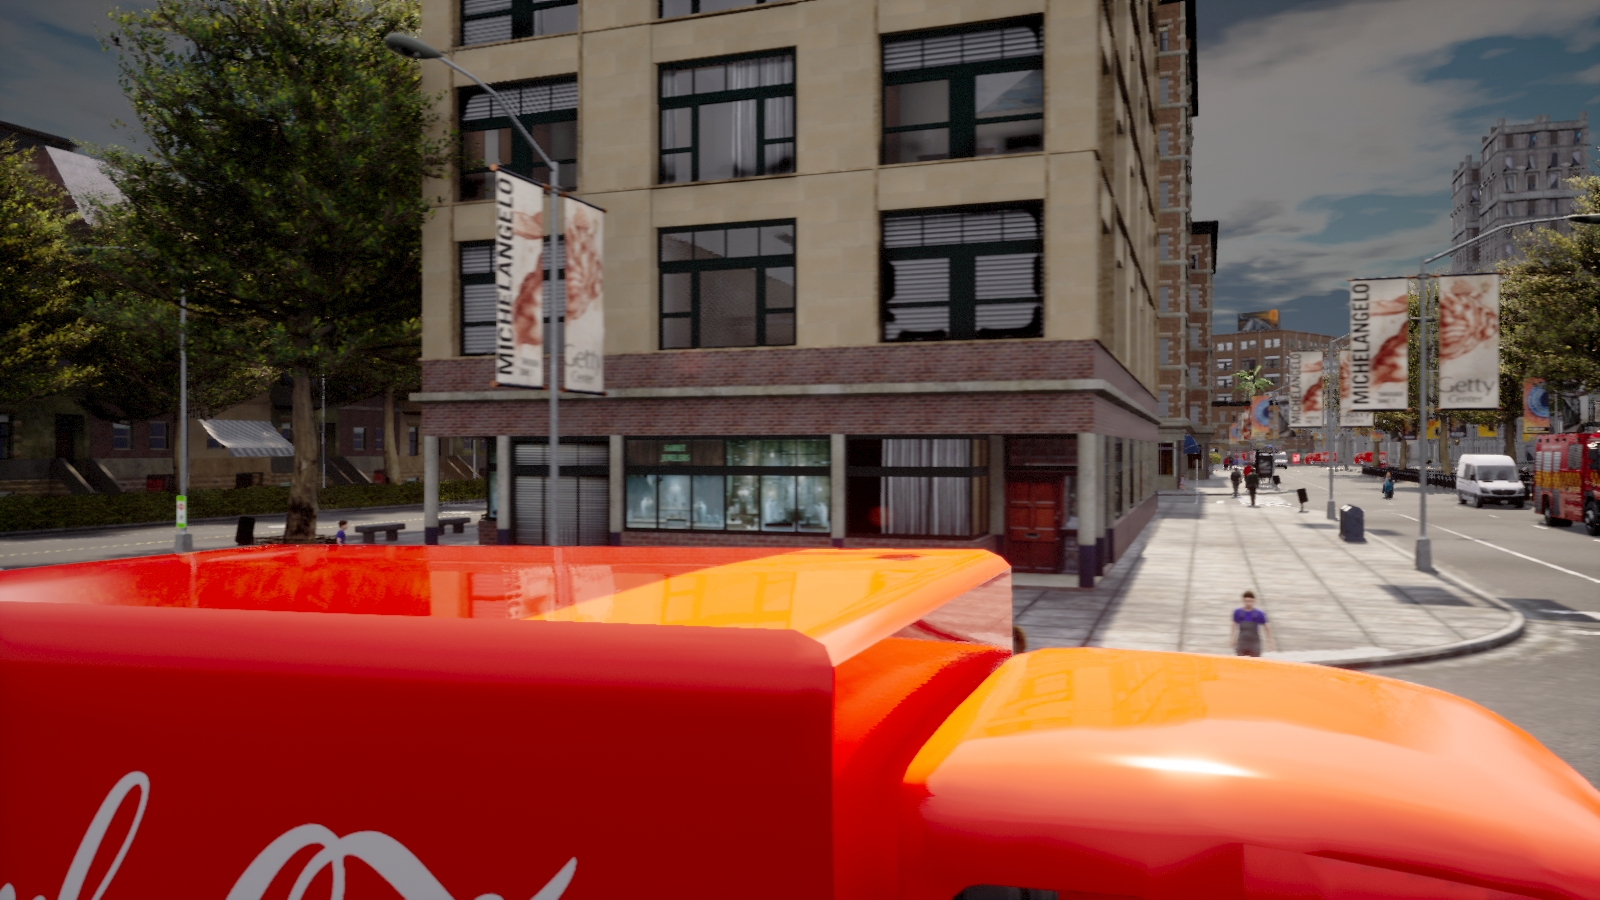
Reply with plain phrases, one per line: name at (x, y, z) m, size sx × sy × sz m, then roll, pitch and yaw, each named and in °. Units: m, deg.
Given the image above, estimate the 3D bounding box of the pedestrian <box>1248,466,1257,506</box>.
pedestrian at (21.441, 1.696, 54.138) m, size 0.375 × 1.860 × 0.375 m, roll 0°, pitch 0°, yaw 19°

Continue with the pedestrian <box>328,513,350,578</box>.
pedestrian at (-9.546, 1.977, 23.666) m, size 0.375 × 1.300 × 0.375 m, roll 0°, pitch 0°, yaw -11°

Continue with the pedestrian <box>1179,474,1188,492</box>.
pedestrian at (23.956, 2.076, 71.426) m, size 0.500 × 1.100 × 0.500 m, roll 0°, pitch 0°, yaw 24°

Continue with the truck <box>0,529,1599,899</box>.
truck at (-0.299, 1.580, 3.410) m, size 5.204 × 2.467 × 2.627 m, roll -1°, pitch 0°, yaw 20°

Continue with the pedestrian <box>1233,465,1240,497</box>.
pedestrian at (25.813, 1.849, 67.619) m, size 0.375 × 1.860 × 0.375 m, roll 0°, pitch 0°, yaw 18°

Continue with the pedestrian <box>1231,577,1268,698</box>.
pedestrian at (5.138, 2.129, 13.057) m, size 0.375 × 1.300 × 0.375 m, roll 0°, pitch 0°, yaw 24°

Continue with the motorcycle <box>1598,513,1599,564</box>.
motorcycle at (19.984, 2.205, 27.393) m, size 0.867 × 1.251 × 2.209 m, roll 0°, pitch 0°, yaw 20°

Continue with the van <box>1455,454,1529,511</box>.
van at (34.218, 1.528, 56.692) m, size 1.988 × 2.561 × 5.915 m, roll 0°, pitch 1°, yaw 20°

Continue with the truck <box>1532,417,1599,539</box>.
truck at (27.947, 0.890, 39.248) m, size 2.891 × 3.827 × 8.468 m, roll 0°, pitch 0°, yaw 20°

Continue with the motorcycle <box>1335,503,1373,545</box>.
motorcycle at (16.734, 2.213, 34.547) m, size 0.803 × 1.145 × 2.033 m, roll 0°, pitch 0°, yaw 20°

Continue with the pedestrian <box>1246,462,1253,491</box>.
pedestrian at (28.725, 1.696, 73.048) m, size 0.375 × 1.860 × 0.375 m, roll 0°, pitch 0°, yaw 20°
